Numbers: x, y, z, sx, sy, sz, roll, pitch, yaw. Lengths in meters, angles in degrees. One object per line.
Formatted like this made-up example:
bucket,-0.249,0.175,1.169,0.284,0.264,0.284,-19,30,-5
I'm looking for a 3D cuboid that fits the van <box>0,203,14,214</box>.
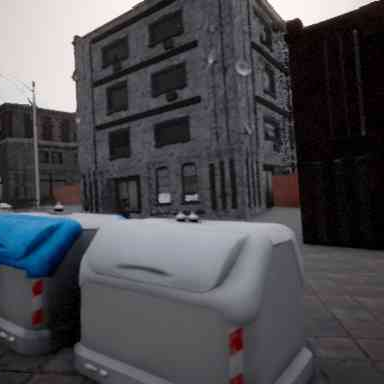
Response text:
van,-7.909,1.391,11.103,1.878,1.987,4.442,-1,0,35
